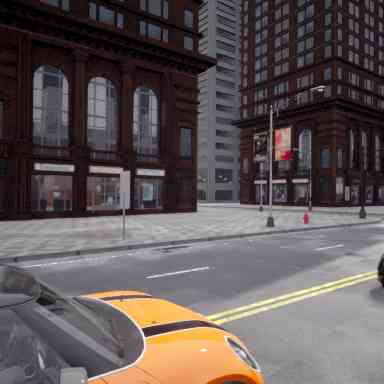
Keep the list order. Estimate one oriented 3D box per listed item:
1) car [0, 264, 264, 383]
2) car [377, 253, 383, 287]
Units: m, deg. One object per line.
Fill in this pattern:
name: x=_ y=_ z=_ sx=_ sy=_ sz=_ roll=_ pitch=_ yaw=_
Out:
car: x=-1.563 y=1.352 z=2.324 sx=4.553 sy=1.767 sz=2.097 roll=0 pitch=0 yaw=-36
car: x=6.272 y=1.577 z=7.933 sx=4.181 sy=1.385 sz=1.994 roll=0 pitch=0 yaw=-35
